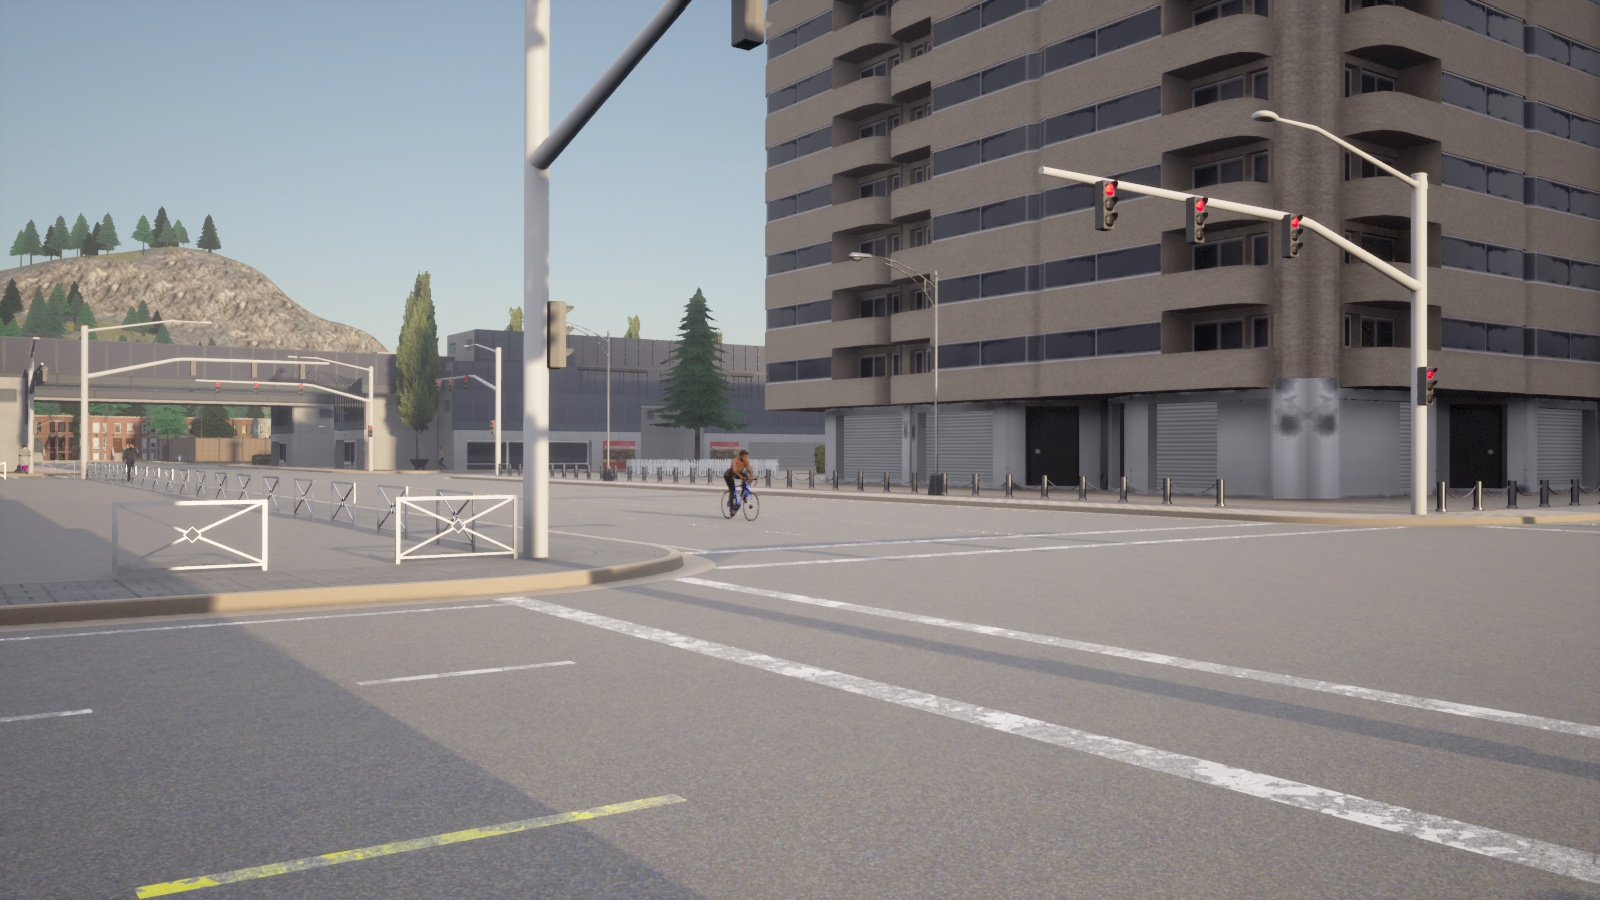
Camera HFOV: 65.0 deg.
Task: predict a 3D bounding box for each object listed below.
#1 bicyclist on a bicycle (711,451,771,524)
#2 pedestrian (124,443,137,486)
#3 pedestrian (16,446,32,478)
[{"bbox_3d":[-1.366,0.827,28.852,0.582,1.620,1.656,0,0,-35],"label":"bicyclist on a bicycle"},{"bbox_3d":[-30.994,0.667,58.106,0.423,1.949,0.788,0,0,-35],"label":"pedestrian"},{"bbox_3d":[-48.488,0.754,78.495,0.873,1.952,0.659,0,0,45],"label":"pedestrian"}]
